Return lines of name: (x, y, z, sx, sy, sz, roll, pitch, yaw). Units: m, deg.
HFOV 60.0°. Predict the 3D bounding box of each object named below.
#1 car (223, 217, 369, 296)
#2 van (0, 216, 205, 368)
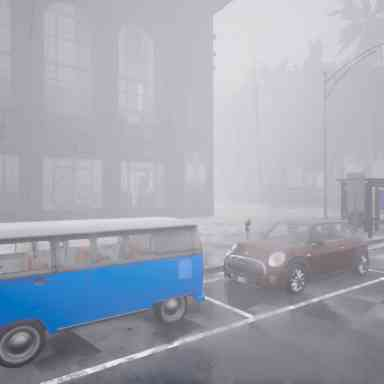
car: (2.740, 1.438, 8.600, 4.097, 1.590, 1.967, 0, 0, -35)
van: (-1.680, 1.341, 5.453, 3.998, 1.788, 1.690, 0, 0, -35)
